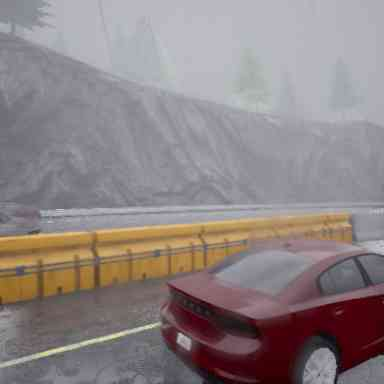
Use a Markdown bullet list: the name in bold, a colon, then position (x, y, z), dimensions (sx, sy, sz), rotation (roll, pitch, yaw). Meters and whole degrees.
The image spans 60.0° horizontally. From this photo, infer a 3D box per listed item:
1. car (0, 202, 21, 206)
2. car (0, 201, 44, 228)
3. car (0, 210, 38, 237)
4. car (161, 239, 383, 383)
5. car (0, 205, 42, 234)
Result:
- **car**: position (-11.622, 1.452, 17.070), dimensions (4.902, 1.511, 2.128), rotation (0, 0, -35)
- **car**: position (-12.187, 1.424, 20.932), dimensions (5.008, 1.535, 1.882), rotation (0, 0, -34)
- **car**: position (-8.263, 1.524, 10.939), dimensions (5.357, 1.411, 2.033), rotation (0, 0, -35)
- **car**: position (1.977, 1.453, 4.957), dimensions (5.008, 1.535, 1.882), rotation (0, 0, -34)
- **car**: position (-9.470, 1.513, 14.363), dimensions (5.357, 1.411, 2.033), rotation (0, 0, -35)
